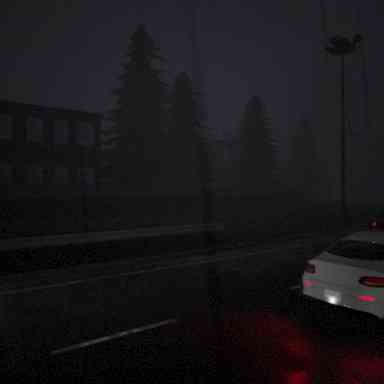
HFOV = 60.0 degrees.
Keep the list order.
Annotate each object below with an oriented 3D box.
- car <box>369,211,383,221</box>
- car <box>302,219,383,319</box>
[{"bbox_3d":[10.565,1.517,16.527,4.718,1.301,1.895,0,0,-43],"label":"car"},{"bbox_3d":[4.127,1.493,6.769,4.674,1.442,1.812,0,0,-37],"label":"car"}]
